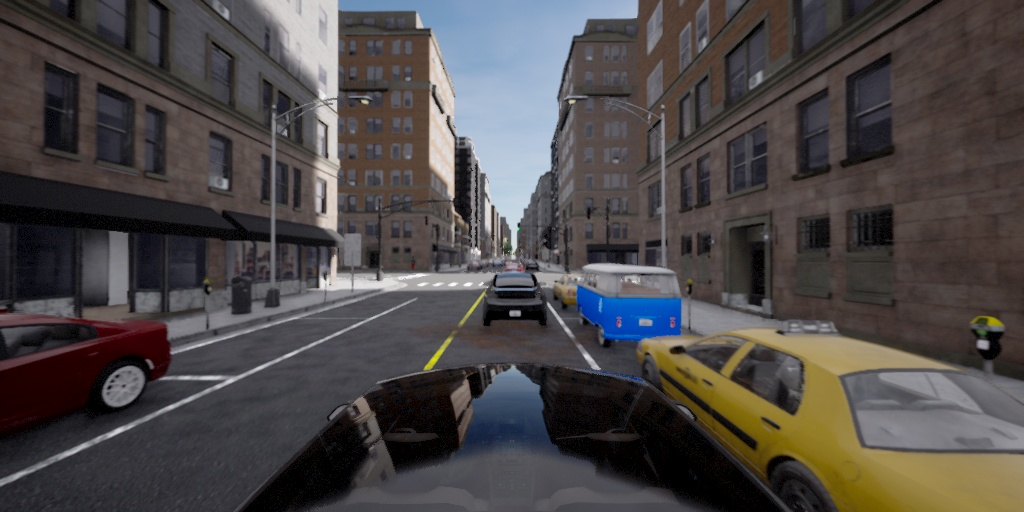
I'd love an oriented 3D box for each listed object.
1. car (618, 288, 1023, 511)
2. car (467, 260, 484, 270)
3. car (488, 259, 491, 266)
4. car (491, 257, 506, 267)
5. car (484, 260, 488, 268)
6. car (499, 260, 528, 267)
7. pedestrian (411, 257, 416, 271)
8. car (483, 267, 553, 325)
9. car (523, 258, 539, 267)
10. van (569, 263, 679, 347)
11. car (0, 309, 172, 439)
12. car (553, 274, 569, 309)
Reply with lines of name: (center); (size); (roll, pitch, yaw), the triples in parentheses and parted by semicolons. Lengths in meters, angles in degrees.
car: (2.670, 1.277, 3.522); (1.751, 1.417, 4.829); (0, 0, 0)
car: (-5.552, 1.380, 52.466); (1.802, 1.307, 4.207); (0, 0, 1)
car: (-5.414, 1.357, 63.524); (2.007, 1.370, 4.403); (0, 0, 1)
car: (-2.573, 1.333, 64.542); (1.812, 1.442, 4.674); (0, 0, 1)
car: (-5.483, 1.369, 57.995); (1.948, 1.339, 4.313); (0, 0, 1)
car: (0.120, 1.304, 29.543); (1.812, 1.442, 4.674); (0, 0, 0)
pedestrian: (-12.367, 0.941, 44.732); (0.375, 1.860, 0.375); (0, -1, 0)
car: (0.089, 1.265, 11.856); (1.837, 1.490, 4.892); (0, 0, 0)
car: (2.973, 1.363, 52.363); (1.948, 1.339, 4.313); (0, 0, 1)
van: (2.669, 1.098, 9.026); (1.690, 1.789, 3.998); (0, 0, 0)
car: (-5.856, 1.296, 3.353); (1.888, 1.381, 4.507); (0, 0, 0)
car: (2.667, 1.288, 14.869); (1.751, 1.417, 4.829); (0, 0, 0)
